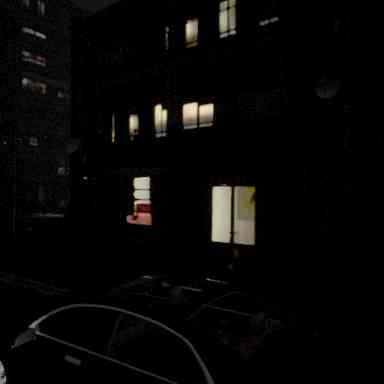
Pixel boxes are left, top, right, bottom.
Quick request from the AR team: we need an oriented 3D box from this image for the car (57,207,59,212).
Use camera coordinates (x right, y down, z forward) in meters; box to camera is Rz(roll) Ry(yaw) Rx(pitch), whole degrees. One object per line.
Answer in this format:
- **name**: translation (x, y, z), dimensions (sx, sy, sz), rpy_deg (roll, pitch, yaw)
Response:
- **car**: translation (-13.651, 1.826, 39.608), dimensions (1.812, 1.442, 4.674), rpy_deg (1, 0, 36)

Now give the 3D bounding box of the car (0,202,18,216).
- **car**: translation (-20.732, 1.748, 34.329), dimensions (2.008, 1.369, 4.403), rpy_deg (0, 0, 36)

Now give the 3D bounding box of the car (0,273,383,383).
- **car**: translation (-0.505, 1.558, 3.376), dimensions (4.403, 1.369, 2.008), rpy_deg (0, 1, 35)

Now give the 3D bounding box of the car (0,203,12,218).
- **car**: translation (-19.473, 1.784, 31.676), dimensions (1.994, 1.385, 4.181), rpy_deg (1, 0, 36)

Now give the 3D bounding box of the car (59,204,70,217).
- **car**: translation (-10.707, 1.918, 33.836), dimensions (1.947, 1.339, 4.313), rpy_deg (0, 0, 36)
